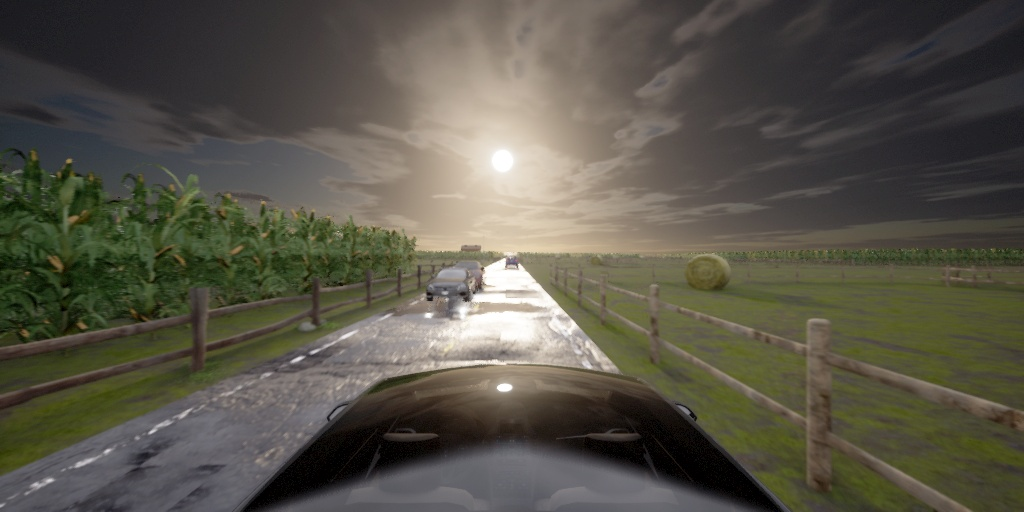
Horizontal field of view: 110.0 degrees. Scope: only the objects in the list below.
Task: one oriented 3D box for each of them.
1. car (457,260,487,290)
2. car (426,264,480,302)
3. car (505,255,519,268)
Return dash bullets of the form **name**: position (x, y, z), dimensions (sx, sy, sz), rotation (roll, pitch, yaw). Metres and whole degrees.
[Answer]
- **car**: position (-2.768, 1.090, 22.544), dimensions (2.097, 1.767, 4.553), rotation (0, 0, 0)
- **car**: position (-2.766, 1.276, 17.163), dimensions (1.812, 1.442, 4.674), rotation (0, 0, 0)
- **car**: position (-0.030, 0.925, 60.713), dimensions (2.150, 2.045, 5.566), rotation (0, 0, 0)
